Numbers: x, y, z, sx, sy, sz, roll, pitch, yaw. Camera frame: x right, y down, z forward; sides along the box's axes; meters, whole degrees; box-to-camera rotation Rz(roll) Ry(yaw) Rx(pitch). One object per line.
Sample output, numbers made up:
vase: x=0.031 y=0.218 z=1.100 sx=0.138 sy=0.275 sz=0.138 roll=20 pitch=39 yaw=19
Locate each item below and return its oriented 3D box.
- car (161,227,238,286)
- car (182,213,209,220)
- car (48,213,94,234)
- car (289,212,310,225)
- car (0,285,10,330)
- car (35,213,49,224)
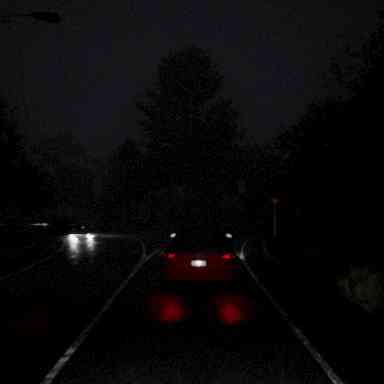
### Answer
car: x=0.263 y=1.733 z=9.922 sx=1.994 sy=1.385 sz=4.181 roll=0 pitch=-2 yaw=3
car: x=0.593 y=4.343 z=59.017 sx=4.718 sy=1.301 sz=1.895 roll=0 pitch=-3 yaw=14
car: x=-9.355 y=2.521 z=26.100 sx=1.994 sy=1.385 sz=4.181 roll=3 pitch=-4 yaw=-41
car: x=13.387 y=3.300 z=41.622 sx=1.882 sy=1.535 sz=5.008 roll=0 pitch=-3 yaw=9
car: x=-3.601 y=1.566 z=2.539 sx=2.033 sy=1.411 sz=5.357 roll=0 pitch=-1 yaw=0
car: x=-19.373 y=3.595 z=45.299 sx=1.994 sy=1.385 sz=4.181 roll=-1 pitch=-3 yaw=10
